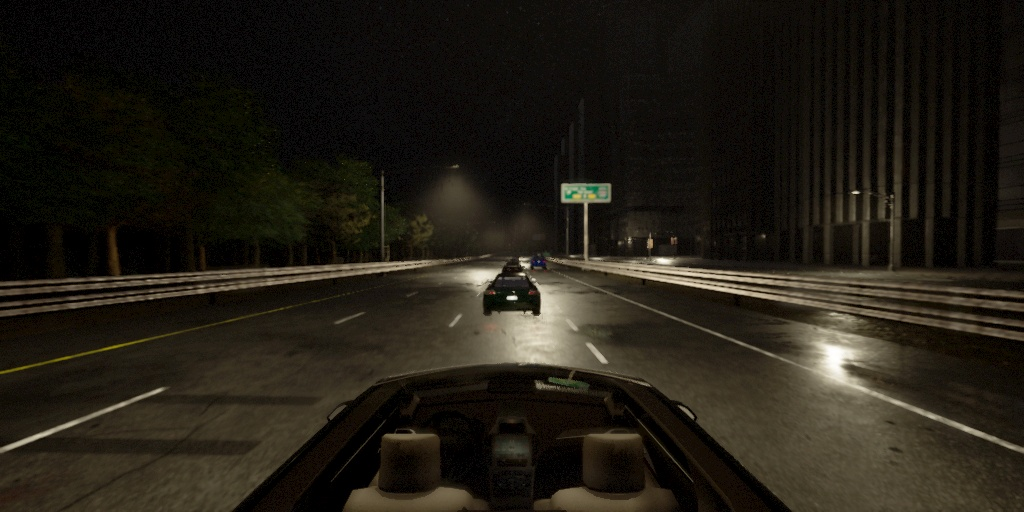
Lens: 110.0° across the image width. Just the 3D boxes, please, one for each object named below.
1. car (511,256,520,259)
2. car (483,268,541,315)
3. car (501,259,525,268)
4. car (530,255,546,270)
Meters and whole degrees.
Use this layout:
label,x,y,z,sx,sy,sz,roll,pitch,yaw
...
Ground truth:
label,x,y,z,sx,sy,sz,roll,pitch,yaw
car,0.247,1.209,54.147,1.837,1.490,4.892,0,0,1
car,0.005,1.324,13.601,1.994,1.385,4.181,0,0,0
car,0.070,1.259,31.628,1.837,1.490,4.892,0,0,0
car,3.836,0.929,53.215,2.150,2.045,5.566,0,0,1
